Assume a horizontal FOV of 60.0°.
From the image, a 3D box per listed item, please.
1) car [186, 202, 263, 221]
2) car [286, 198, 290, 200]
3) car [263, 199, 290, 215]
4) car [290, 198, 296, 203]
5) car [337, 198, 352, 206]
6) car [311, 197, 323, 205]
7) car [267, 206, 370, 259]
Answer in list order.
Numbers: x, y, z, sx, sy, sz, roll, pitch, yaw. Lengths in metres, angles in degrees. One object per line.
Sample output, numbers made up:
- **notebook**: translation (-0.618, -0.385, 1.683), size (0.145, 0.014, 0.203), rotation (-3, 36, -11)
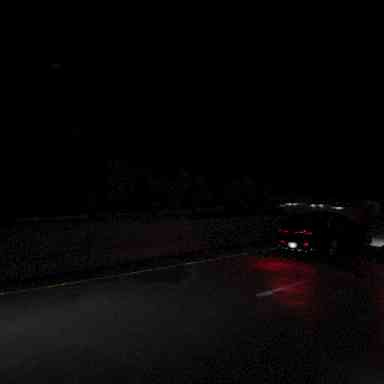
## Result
- **car**: translation (1.764, 1.499, 19.428), size (5.008, 1.535, 1.882), rotation (0, 0, -44)
- **car**: translation (9.887, 1.619, 40.140), size (1.837, 1.490, 4.892), rotation (0, 0, 32)
- **car**: translation (6.752, 1.623, 29.923), size (1.994, 1.385, 4.181), rotation (0, 0, 39)
- **car**: translation (23.171, 1.954, 78.197), size (1.895, 1.301, 4.718), rotation (0, 0, 6)
- **car**: translation (24.263, 1.684, 53.133), size (1.837, 1.490, 4.892), rotation (0, 0, 21)
- **car**: translation (24.676, 1.786, 65.710), size (1.812, 1.442, 4.674), rotation (0, 0, 15)
- **car**: translation (5.192, 1.517, 12.842), size (4.892, 1.490, 1.837), rotation (0, 0, -42)
